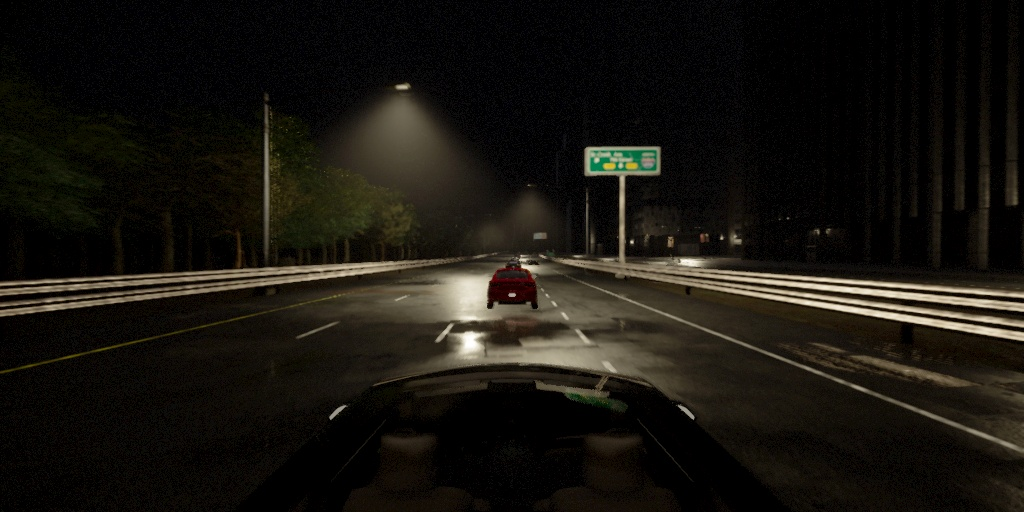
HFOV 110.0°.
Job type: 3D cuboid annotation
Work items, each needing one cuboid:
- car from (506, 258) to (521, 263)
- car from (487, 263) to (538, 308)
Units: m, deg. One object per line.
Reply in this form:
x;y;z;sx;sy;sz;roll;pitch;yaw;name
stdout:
0.194;1.249;45.162;1.994;1.385;4.181;0;0;1;car
0.017;1.228;15.168;1.882;1.535;5.008;0;0;0;car
